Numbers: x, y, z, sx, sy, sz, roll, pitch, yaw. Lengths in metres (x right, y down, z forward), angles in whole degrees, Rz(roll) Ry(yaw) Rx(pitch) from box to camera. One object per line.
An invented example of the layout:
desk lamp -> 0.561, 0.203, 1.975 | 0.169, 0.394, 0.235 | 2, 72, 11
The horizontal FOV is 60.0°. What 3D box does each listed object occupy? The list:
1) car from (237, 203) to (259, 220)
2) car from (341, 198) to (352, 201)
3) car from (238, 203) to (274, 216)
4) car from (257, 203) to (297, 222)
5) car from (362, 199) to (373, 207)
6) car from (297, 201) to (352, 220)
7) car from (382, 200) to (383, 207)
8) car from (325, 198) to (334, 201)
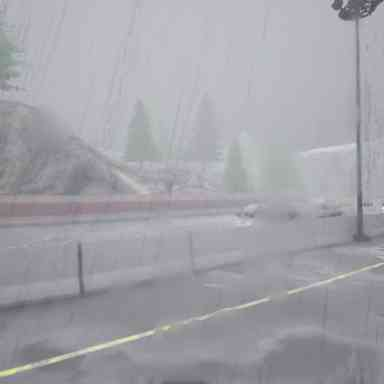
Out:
car -> 6.271, 1.863, 32.431 | 1.812, 1.442, 4.674 | -1, -1, 44
car -> 30.650, 2.017, 65.907 | 1.882, 1.535, 5.008 | -1, -1, 27
car -> 7.522, 2.004, 38.803 | 1.895, 1.301, 4.718 | -1, -1, 43
car -> 7.952, 1.850, 29.176 | 4.181, 1.385, 1.994 | 0, -1, -45
car -> 32.763, 1.984, 62.427 | 2.033, 1.411, 5.357 | -1, -1, 29
car -> 11.015, 1.732, 27.282 | 2.128, 1.511, 4.902 | -1, -1, 45
car -> 35.242, 1.904, 59.632 | 1.837, 1.490, 4.892 | -1, -1, 29
car -> 30.588, 1.970, 73.947 | 2.033, 1.411, 5.357 | -1, -1, 25
